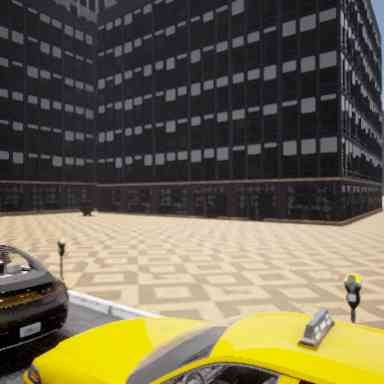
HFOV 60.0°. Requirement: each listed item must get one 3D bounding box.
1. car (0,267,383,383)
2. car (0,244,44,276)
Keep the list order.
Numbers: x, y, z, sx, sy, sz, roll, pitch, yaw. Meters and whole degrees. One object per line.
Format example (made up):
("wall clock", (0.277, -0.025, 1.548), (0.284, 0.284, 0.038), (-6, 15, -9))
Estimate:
("car", (0.629, 1.526, 2.400), (4.829, 1.417, 1.752), (0, 0, 35))
("car", (-3.876, 1.559, 5.588), (4.403, 1.369, 2.008), (0, 0, 35))
